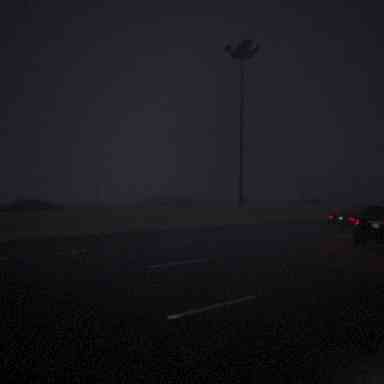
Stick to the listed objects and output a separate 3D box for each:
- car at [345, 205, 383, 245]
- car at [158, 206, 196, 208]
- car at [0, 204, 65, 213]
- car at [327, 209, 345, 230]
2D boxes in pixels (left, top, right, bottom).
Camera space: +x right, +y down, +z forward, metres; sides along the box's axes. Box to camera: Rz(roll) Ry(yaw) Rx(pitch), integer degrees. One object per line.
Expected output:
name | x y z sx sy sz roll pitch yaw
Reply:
car | 8.669 1.275 13.479 4.553 1.767 2.097 0 1 -31
car | -1.598 1.192 36.015 4.181 1.385 1.994 0 1 -30
car | -11.001 1.180 21.824 5.008 1.535 1.882 0 1 -34
car | 9.980 1.429 18.557 5.357 1.411 2.033 0 1 -28
